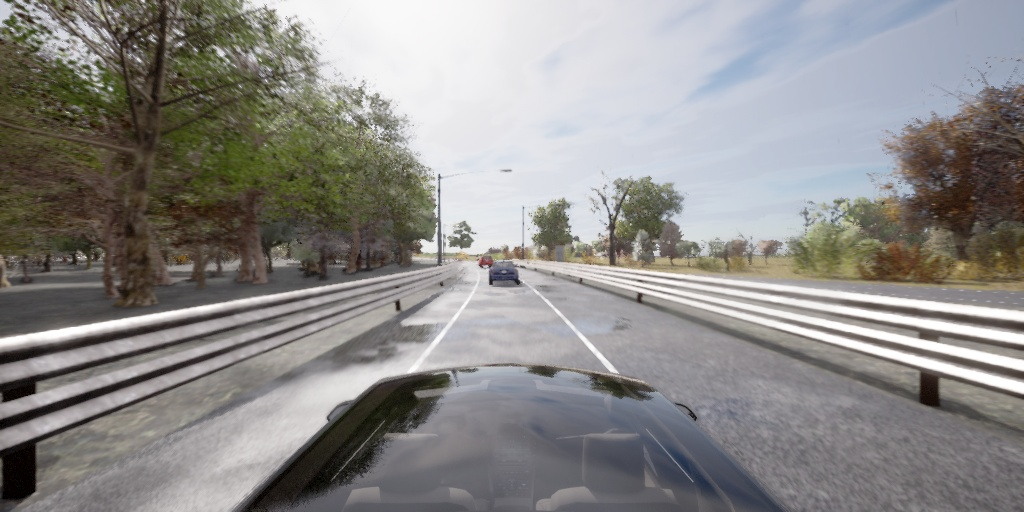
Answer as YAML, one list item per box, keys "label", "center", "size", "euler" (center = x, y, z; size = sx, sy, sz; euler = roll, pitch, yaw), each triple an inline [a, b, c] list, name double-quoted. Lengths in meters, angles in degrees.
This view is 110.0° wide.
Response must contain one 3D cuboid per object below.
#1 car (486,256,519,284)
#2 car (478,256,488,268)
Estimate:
- label: "car"
  center: [-0.702, 1.098, 26.869]
  size: [2.097, 1.767, 4.553]
  euler: [0, 0, -4]
- label: "car"
  center: [-4.503, 0.939, 60.853]
  size: [2.150, 2.045, 5.566]
  euler: [0, 0, -10]
